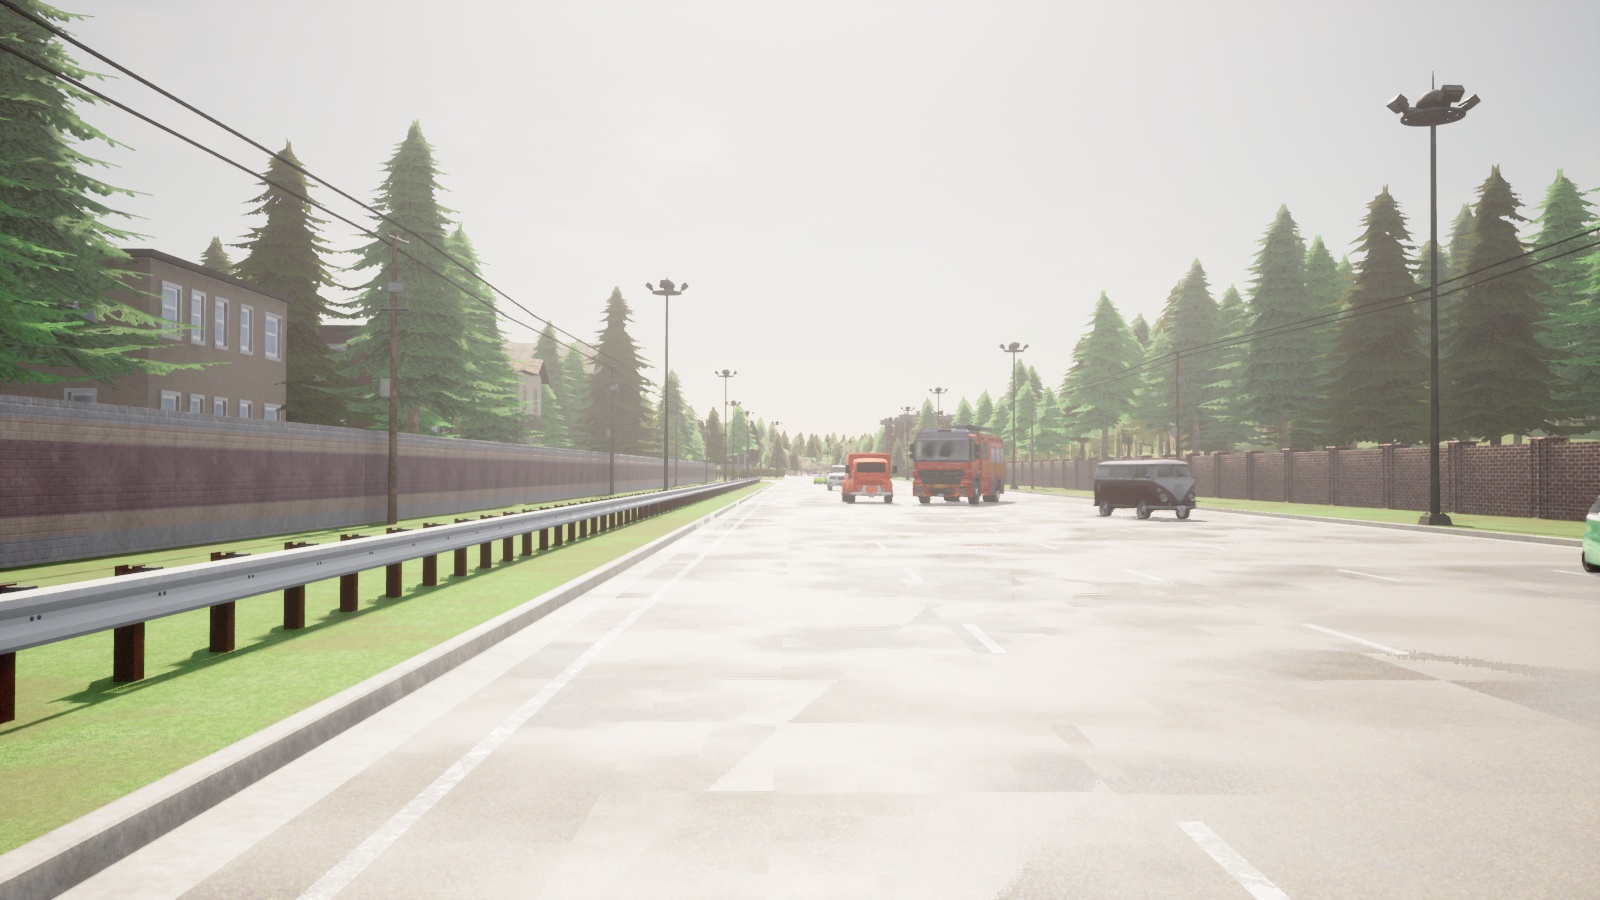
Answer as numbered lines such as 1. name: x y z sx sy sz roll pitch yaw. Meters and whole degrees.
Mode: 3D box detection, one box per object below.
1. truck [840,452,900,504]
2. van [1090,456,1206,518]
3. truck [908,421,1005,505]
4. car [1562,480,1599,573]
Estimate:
1. truck: 3.415 1.358 62.267 2.627 2.467 5.204 0 -1 0
2. van: 11.737 1.235 42.684 1.775 1.987 4.442 0 -1 -15
3. truck: 7.858 0.655 61.882 2.891 3.827 8.468 -1 -1 20
4. car: 12.684 1.135 18.876 1.481 1.376 2.207 -1 -1 13
